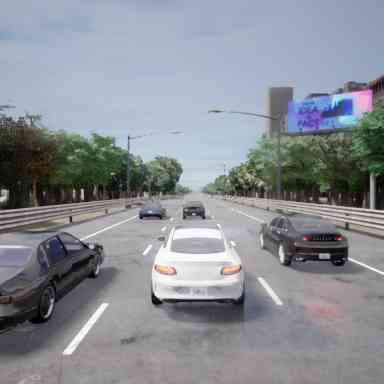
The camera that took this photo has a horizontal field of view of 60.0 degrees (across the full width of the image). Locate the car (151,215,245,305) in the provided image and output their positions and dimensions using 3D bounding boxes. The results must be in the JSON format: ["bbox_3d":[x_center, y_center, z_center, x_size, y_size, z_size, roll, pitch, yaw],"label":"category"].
[{"bbox_3d":[0.119,1.526,7.976,1.812,1.442,4.674,0,0,0],"label":"car"}]

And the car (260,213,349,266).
[{"bbox_3d":[3.628,1.504,11.519,1.837,1.490,4.892,0,0,0],"label":"car"}]

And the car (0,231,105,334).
[{"bbox_3d":[-3.383,1.547,7.083,2.033,1.411,5.357,0,0,0],"label":"car"}]

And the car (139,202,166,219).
[{"bbox_3d":[-3.331,1.563,28.630,1.994,1.385,4.181,0,0,0],"label":"car"}]

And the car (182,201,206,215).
[{"bbox_3d":[0.171,1.504,28.580,1.837,1.490,4.892,0,0,0],"label":"car"}]
